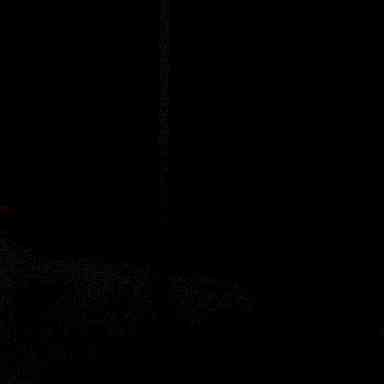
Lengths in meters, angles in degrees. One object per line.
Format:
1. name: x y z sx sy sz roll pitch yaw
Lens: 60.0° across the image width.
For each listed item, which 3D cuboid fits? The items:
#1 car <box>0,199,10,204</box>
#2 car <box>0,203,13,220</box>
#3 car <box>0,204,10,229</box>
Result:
1. car: -14.702 1.338 23.430 2.097 1.767 4.553 1 0 36
2. car: -16.352 1.547 25.548 1.802 1.307 4.206 0 -1 36
3. car: -9.431 1.608 20.571 2.008 1.369 4.403 0 -1 36
